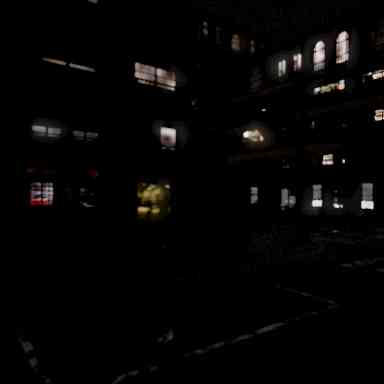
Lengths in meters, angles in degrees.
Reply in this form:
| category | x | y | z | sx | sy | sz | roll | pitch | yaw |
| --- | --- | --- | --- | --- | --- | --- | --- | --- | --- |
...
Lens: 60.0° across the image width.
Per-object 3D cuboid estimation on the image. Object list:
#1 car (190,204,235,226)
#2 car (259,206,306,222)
| category | x | y | z | sx | sy | sz | roll | pitch | yaw |
| --- | --- | --- | --- | --- | --- | --- | --- | --- | --- |
| car | 1.328 | 1.623 | 24.673 | 1.967 | 1.590 | 4.097 | 1 | -1 | -36 |
| car | 7.925 | 1.880 | 29.435 | 2.008 | 1.369 | 4.403 | 1 | -1 | -36 |
